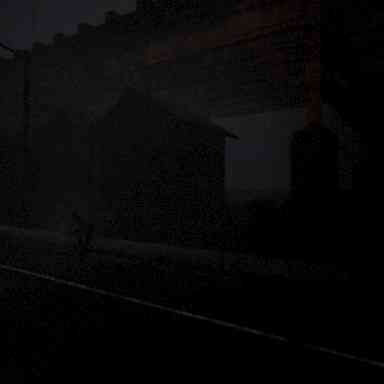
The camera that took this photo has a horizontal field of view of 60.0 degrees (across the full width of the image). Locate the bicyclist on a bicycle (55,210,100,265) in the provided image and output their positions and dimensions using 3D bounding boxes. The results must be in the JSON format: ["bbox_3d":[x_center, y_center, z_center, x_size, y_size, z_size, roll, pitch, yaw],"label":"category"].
[{"bbox_3d":[-3.561,1.401,10.484,0.582,1.620,1.656,0,0,35],"label":"bicyclist on a bicycle"}]
